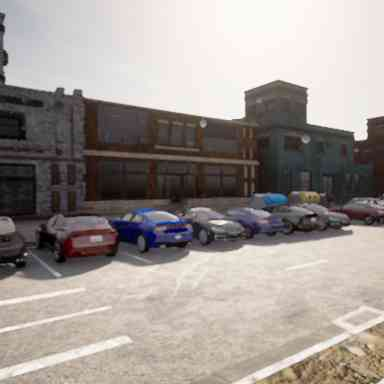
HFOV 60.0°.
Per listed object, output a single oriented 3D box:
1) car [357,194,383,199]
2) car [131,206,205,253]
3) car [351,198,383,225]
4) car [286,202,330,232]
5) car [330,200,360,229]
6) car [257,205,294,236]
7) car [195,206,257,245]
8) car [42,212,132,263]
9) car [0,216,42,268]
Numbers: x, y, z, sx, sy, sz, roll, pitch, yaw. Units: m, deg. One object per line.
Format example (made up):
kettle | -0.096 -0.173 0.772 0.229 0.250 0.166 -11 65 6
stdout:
car | 13.896 1.255 25.126 2.185 1.767 4.553 0 0 -35
car | -1.913 1.452 13.850 2.097 1.535 5.008 0 0 -35
car | 11.577 1.428 23.436 2.002 1.452 4.674 0 0 -35
car | 4.763 1.445 18.634 2.163 1.488 4.792 0 0 -35
car | 7.042 1.407 20.226 2.231 1.521 4.892 0 0 -35
car | 2.515 1.467 16.999 2.002 1.452 4.674 0 0 -35
car | 0.347 1.440 15.469 2.231 1.521 4.892 0 0 -35
car | -4.300 1.495 12.197 2.163 1.488 4.792 0 0 -35
car | -6.545 1.482 10.559 2.231 1.521 4.892 0 0 -35
